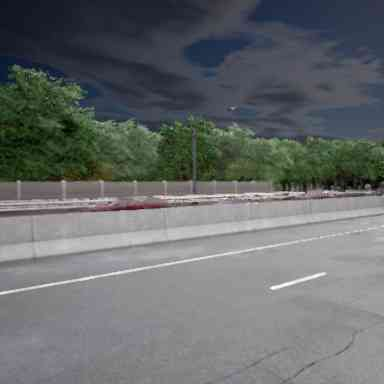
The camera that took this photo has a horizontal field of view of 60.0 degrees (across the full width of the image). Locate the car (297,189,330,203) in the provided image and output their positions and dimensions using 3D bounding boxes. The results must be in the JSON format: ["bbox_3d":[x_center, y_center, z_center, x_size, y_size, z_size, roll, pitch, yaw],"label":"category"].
[{"bbox_3d":[17.025,0.494,46.573,4.553,1.767,2.097,-1,1,-36],"label":"car"}]

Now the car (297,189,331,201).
[{"bbox_3d":[14.963,0.721,40.798,5.008,1.535,1.882,-1,1,-36],"label":"car"}]

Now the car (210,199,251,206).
[{"bbox_3d":[2.583,1.219,23.191,5.357,1.411,2.033,-2,1,-36],"label":"car"}]

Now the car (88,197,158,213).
[{"bbox_3d":[-5.552,1.258,25.935,5.008,1.535,1.882,-2,1,-36],"label":"car"}]

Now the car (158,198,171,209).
[{"bbox_3d":[-4.223,1.218,31.224,4.674,1.442,1.812,-2,1,-36],"label":"car"}]
